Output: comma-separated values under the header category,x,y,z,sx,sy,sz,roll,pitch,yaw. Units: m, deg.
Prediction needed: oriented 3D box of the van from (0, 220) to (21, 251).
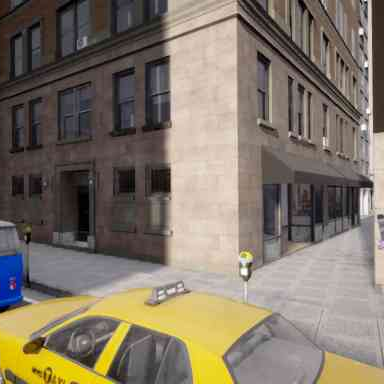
category,x,y,z,sx,sy,sz,roll,pitch,yaw
van,-4.908,1.342,6.371,3.998,1.788,1.690,0,-1,36

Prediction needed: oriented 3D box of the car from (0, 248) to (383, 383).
category,x,y,z,sx,sy,sz,roll,pitch,yaw
car,-0.432,1.526,3.168,4.829,1.417,1.752,0,-1,36
